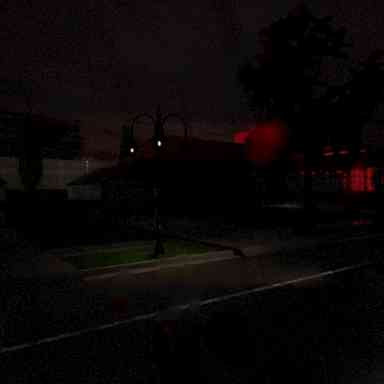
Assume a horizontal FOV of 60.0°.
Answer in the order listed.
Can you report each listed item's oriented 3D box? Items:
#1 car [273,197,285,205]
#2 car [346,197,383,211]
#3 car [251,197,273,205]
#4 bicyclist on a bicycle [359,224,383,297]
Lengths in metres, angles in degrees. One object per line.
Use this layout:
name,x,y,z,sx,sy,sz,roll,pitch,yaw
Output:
car,13.924,1.554,58.909,2.033,1.411,5.357,0,0,-34
car,21.651,1.601,40.892,1.895,1.301,4.718,0,0,-34
car,11.032,1.604,56.937,1.895,1.301,4.718,0,0,-34
bicyclist on a bicycle,4.225,1.454,6.830,0.582,1.620,1.656,0,-1,-35
